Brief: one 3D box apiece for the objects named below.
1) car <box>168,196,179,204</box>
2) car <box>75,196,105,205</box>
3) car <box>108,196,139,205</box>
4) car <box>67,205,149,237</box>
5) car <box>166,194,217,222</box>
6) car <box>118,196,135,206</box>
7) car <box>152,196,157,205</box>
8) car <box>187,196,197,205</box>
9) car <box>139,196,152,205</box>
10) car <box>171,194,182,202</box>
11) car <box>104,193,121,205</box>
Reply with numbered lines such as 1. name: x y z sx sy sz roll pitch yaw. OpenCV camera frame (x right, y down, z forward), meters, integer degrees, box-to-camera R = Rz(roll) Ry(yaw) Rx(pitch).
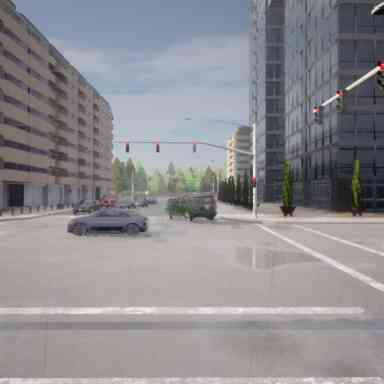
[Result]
1. car: -3.447 1.523 62.328 1.812 1.442 4.674 0 0 1
2. car: -10.900 1.503 34.803 1.837 1.490 4.892 0 0 0
3. car: -7.402 1.503 36.424 1.837 1.490 4.892 0 0 0
4. car: -4.396 1.588 17.779 4.181 1.385 1.994 0 0 0
5. car: -0.140 1.227 26.550 2.150 2.045 5.566 -2 1 -29
6. car: -10.723 1.475 54.773 1.882 1.535 5.008 0 0 1
7. car: -7.175 1.475 57.738 1.882 1.535 5.008 0 0 1
8. car: 0.051 1.502 62.164 1.837 1.490 4.892 0 0 1
9. car: -7.323 1.489 46.788 2.128 1.511 4.902 0 0 1
10. car: -3.396 1.351 74.380 2.097 1.767 4.553 0 0 1
11. car: -10.861 1.219 44.651 2.150 2.045 5.566 0 0 0
